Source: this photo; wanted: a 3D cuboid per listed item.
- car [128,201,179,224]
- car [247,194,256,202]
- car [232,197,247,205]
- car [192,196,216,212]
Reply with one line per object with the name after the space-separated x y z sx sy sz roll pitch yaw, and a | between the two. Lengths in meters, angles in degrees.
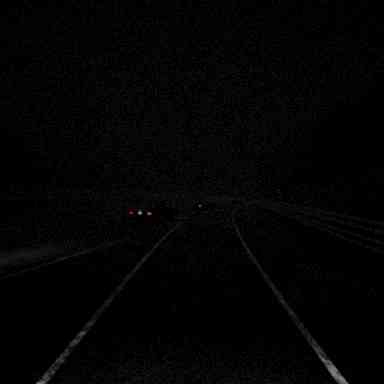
-2.539 1.347 22.883 2.033 1.411 5.357 0 0 15 | car
14.963 1.965 87.093 1.895 1.301 4.718 0 0 15 | car
8.999 1.677 65.202 1.837 1.490 4.892 0 -1 15 | car
1.378 1.455 37.225 1.994 1.385 4.181 0 -1 15 | car
